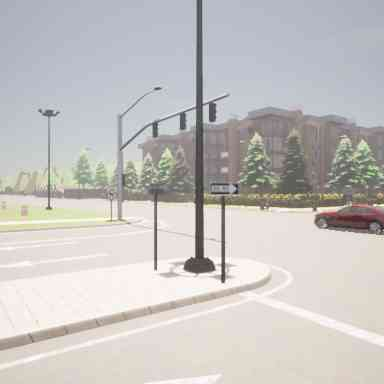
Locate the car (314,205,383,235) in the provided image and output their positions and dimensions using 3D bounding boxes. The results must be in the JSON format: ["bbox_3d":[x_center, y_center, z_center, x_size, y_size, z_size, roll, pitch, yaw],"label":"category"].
[{"bbox_3d":[9.517,1.477,19.149,1.882,1.535,5.008,0,0,-36],"label":"car"}]
